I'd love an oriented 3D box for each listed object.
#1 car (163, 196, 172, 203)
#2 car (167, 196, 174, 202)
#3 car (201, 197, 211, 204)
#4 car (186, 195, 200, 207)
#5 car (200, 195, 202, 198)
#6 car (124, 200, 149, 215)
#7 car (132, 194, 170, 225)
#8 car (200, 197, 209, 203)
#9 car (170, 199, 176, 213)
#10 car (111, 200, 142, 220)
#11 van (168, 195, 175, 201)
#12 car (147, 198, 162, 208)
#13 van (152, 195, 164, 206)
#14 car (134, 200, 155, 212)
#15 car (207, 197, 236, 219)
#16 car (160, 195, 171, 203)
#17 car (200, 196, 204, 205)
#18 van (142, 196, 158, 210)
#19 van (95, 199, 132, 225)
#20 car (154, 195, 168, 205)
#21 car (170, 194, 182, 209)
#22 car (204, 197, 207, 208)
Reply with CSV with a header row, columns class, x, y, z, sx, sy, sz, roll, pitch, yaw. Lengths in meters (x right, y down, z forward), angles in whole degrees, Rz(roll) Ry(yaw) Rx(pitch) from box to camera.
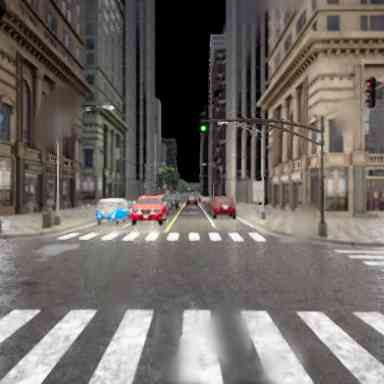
class,x,y,z,sx,sy,sz,roll,pitch,yaw
car,-5.769,1.662,78.644,1.967,1.590,4.097,0,0,0
car,-5.771,1.857,89.523,1.802,1.307,4.206,0,0,0
car,2.758,1.766,67.767,1.802,1.307,4.206,0,0,0
car,-0.004,1.622,54.836,1.882,1.535,5.008,0,0,0
car,2.759,1.608,62.326,1.967,1.590,4.097,0,0,0
car,-5.765,1.629,35.113,1.887,1.381,4.507,0,0,0
car,-3.079,1.276,24.808,2.150,2.045,5.566,0,0,0
car,2.757,1.746,73.207,1.887,1.381,4.507,0,0,0
car,-3.068,1.683,34.726,1.895,1.301,4.718,0,0,0
car,-5.764,1.508,29.672,1.967,1.590,4.097,0,0,0
van,-5.771,1.645,94.966,1.690,1.788,3.998,0,0,0
car,-5.766,1.679,51.437,1.887,1.381,4.507,0,0,0
van,-5.766,1.492,56.879,1.690,1.788,3.998,0,0,0
car,-5.765,1.666,40.554,1.947,1.339,4.313,0,0,0
car,2.761,1.382,29.682,2.192,1.841,5.009,0,0,0
car,-5.768,1.518,73.202,2.192,1.841,5.009,0,0,0
car,2.759,1.684,51.445,2.008,1.369,4.403,0,0,0
van,-5.766,1.459,45.997,1.690,1.788,3.998,0,0,0
van,-5.763,1.395,24.232,1.690,1.788,3.998,0,0,0
car,-5.767,1.483,62.320,2.192,1.841,5.009,0,0,0
car,-3.034,1.349,49.017,2.150,2.045,5.566,0,0,0
car,2.761,1.398,35.123,2.192,1.841,5.009,0,0,0
